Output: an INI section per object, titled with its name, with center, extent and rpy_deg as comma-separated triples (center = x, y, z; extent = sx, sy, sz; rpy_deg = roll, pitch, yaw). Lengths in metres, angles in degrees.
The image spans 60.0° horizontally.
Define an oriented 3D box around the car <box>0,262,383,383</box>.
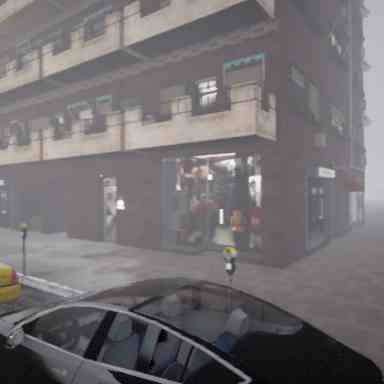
[car]
center = -0.536, 1.549, 3.274
extent = 4.313, 1.339, 1.947
rpy_deg = 1, -1, 36
